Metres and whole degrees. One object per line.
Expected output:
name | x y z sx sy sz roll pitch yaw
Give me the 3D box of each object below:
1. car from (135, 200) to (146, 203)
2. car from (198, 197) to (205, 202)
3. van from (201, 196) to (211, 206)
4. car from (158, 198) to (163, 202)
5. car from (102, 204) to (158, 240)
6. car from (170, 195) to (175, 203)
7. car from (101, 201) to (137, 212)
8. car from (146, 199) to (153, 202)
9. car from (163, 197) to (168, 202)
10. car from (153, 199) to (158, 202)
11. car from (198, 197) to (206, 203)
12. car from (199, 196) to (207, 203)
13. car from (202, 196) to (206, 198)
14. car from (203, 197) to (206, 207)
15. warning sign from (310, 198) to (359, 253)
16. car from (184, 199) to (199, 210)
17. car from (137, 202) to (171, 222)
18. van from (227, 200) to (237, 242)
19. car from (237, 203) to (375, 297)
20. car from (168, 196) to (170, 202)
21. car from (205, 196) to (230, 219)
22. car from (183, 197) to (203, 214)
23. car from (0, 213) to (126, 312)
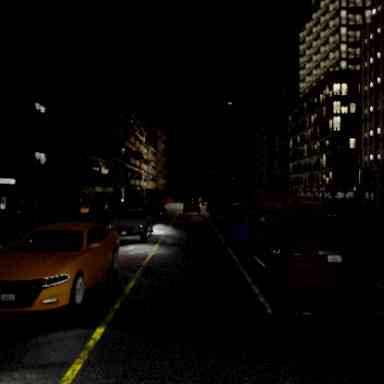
car | -5.720 1.681 30.739 1.887 1.381 4.507 0 0 0
car | 2.607 2.063 91.539 1.802 1.307 4.206 0 0 0
van | 2.631 1.654 63.907 1.690 1.788 3.998 0 0 0
car | -5.735 1.661 47.320 1.967 1.590 4.097 0 0 0
car | -3.107 1.599 17.562 1.812 1.442 4.674 0 0 0
car | -5.763 1.955 80.479 1.887 1.381 4.507 0 0 0
car | -5.715 1.660 25.213 2.008 1.369 4.403 0 0 0
car | -5.725 1.605 36.267 1.967 1.590 4.097 0 0 0
car | -5.743 1.805 58.203 1.752 1.417 4.829 0 0 0
car | -5.730 1.775 41.793 1.802 1.307 4.206 0 0 0
car | 2.612 1.973 86.182 1.752 1.417 4.829 0 0 0
car | 2.616 1.852 80.486 1.967 1.590 4.097 0 0 0
car | 2.636 1.808 58.550 1.752 1.417 4.829 0 0 0
car | 2.651 1.739 41.800 1.887 1.381 4.507 0 0 0
warning sign | 5.063 1.164 11.901 1.300 1.860 1.060 0 0 0
car | -0.038 1.774 48.093 2.033 1.411 5.357 0 0 0
car | -3.096 1.722 27.508 1.895 1.301 4.718 0 0 0
van | 2.674 1.400 14.168 1.690 1.788 3.998 0 0 0
car | 2.679 1.350 8.642 2.192 1.841 5.009 0 0 0
car | -5.748 1.856 63.899 1.887 1.381 4.507 0 0 0
car | 2.659 1.453 30.747 2.192 1.841 5.009 0 0 0
car | -0.032 1.649 37.415 1.882 1.535 5.008 0 0 0
car | -3.106 1.509 8.106 1.882 1.535 5.008 0 0 0
